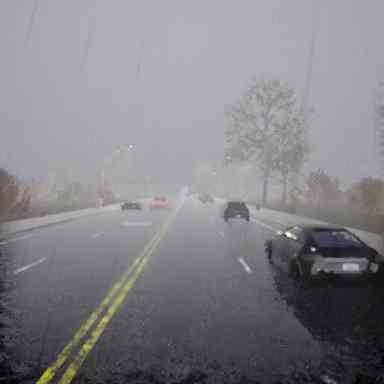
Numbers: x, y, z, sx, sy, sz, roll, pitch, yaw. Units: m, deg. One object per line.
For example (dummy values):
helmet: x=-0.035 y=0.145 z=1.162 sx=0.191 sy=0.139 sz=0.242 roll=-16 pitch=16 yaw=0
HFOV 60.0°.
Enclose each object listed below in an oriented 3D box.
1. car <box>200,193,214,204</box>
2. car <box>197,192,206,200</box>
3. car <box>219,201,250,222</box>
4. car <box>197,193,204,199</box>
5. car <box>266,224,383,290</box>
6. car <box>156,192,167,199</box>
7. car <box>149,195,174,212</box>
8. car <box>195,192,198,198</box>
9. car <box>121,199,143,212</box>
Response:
car: x=2.874 y=1.345 z=59.153 sx=1.812 sy=1.442 sz=4.674 roll=0 pitch=0 yaw=-1
car: x=2.727 y=1.208 z=70.163 sx=2.033 sy=1.649 sz=4.856 roll=0 pitch=0 yaw=-1
car: x=3.269 y=1.435 z=25.865 sx=1.837 sy=1.490 sz=4.892 roll=0 pitch=0 yaw=0
car: x=2.365 y=1.159 z=92.176 sx=1.882 sy=1.535 sz=5.008 roll=0 pitch=0 yaw=-1
car: x=3.335 y=1.542 z=9.003 sx=1.994 sy=1.385 sz=4.181 roll=0 pitch=0 yaw=0
car: x=-7.162 y=0.882 z=79.087 sx=2.128 sy=1.511 sz=4.902 roll=0 pitch=0 yaw=-1
car: x=-3.498 y=1.248 z=37.202 sx=2.097 sy=1.767 sz=4.553 roll=0 pitch=0 yaw=0
car: x=2.555 y=0.951 z=81.202 sx=2.150 sy=2.045 sz=5.566 roll=0 pitch=0 yaw=-1
car: x=-6.752 y=1.459 z=37.805 sx=1.994 sy=1.385 sz=4.181 roll=0 pitch=0 yaw=0
